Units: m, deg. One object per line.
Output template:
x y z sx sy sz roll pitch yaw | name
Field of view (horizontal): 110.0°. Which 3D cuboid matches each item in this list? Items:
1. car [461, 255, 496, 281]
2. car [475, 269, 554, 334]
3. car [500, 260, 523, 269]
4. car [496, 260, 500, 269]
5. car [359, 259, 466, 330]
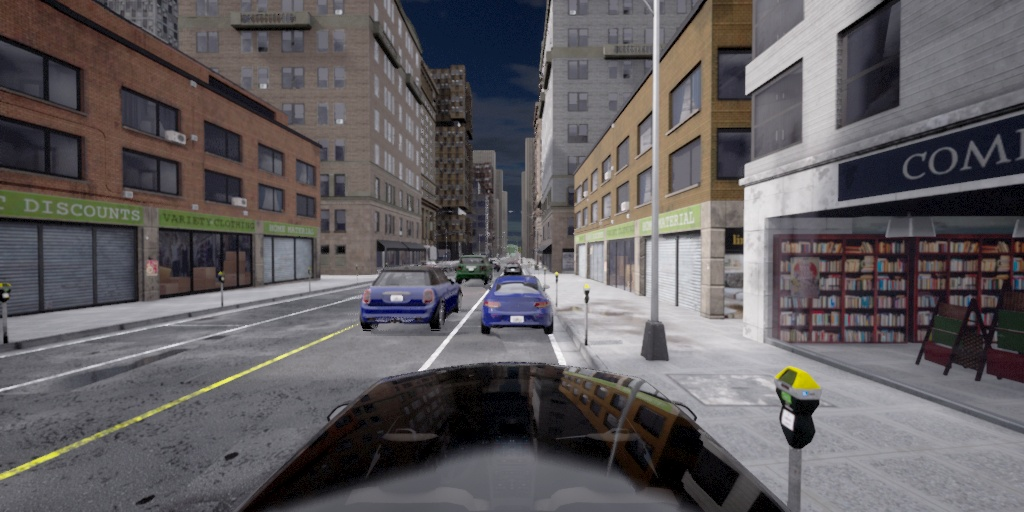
-2.666 0.966 26.525 2.150 2.045 5.566 0 0 1 | car
0.151 1.272 10.466 1.812 1.442 4.674 0 0 1 | car
0.117 1.310 34.902 1.948 1.339 4.313 0 0 1 | car
-2.485 1.271 47.045 1.812 1.442 4.674 0 0 0 | car
-2.888 1.097 11.204 2.097 1.767 4.553 0 0 1 | car
